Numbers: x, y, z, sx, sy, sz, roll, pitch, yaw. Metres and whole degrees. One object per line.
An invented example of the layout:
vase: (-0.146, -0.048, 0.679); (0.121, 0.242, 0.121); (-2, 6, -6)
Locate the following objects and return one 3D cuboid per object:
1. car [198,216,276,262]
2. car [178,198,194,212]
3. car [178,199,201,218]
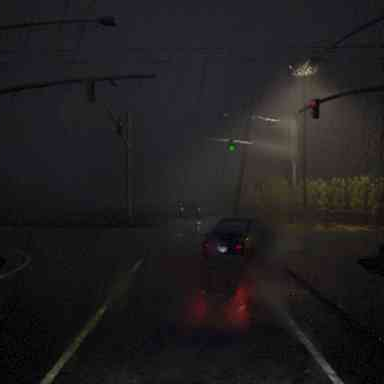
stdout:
car: (1.895, 1.657, 12.638); (1.812, 1.442, 4.674); (-1, -1, 24)
car: (-0.900, 1.779, 47.033); (2.097, 1.767, 4.553); (0, -1, -2)
car: (-0.247, 1.664, 33.256); (2.097, 1.767, 4.553); (0, 0, -3)
